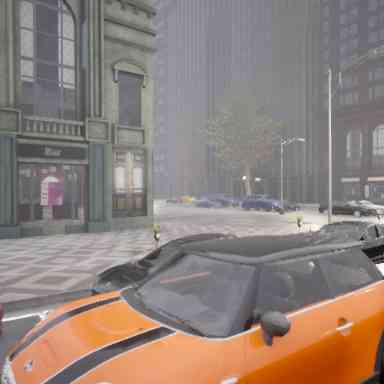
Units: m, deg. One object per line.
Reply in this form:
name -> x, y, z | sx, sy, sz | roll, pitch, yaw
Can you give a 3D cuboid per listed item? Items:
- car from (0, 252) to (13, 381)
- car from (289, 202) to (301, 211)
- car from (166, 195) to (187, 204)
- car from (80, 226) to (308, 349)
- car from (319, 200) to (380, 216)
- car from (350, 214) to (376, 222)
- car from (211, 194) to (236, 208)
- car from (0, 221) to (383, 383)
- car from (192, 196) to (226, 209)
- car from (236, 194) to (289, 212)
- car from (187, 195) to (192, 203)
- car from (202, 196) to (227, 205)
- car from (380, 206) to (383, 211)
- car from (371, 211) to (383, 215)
car -> -4.395, 1.582, 3.515 | 4.206, 1.307, 1.802 | 0, 0, -35
car -> 11.054, 1.632, 42.108 | 2.033, 1.411, 5.357 | 0, 0, -35
car -> -3.588, 1.681, 68.314 | 1.812, 1.442, 4.674 | 0, 0, -36
car -> 0.195, 1.566, 6.786 | 4.313, 1.339, 1.947 | 0, 0, -35
car -> 14.567, 1.549, 31.604 | 1.882, 1.535, 5.008 | 0, 0, -37
car -> 4.785, 1.566, 10.057 | 4.313, 1.339, 1.947 | 0, 0, -35
car -> 4.835, 1.339, 50.811 | 2.150, 2.045, 5.566 | 0, 0, -36
car -> 0.448, 1.352, 3.684 | 4.553, 1.767, 2.097 | 0, 0, -35
car -> 2.430, 1.655, 48.584 | 1.812, 1.442, 4.674 | 0, 0, -35
car -> 8.406, 1.322, 40.217 | 2.150, 2.045, 5.566 | 0, 0, -36
car -> -1.189, 1.469, 70.544 | 1.882, 1.535, 5.008 | 0, 0, -36
car -> 4.175, 1.591, 63.098 | 1.882, 1.535, 5.008 | 0, 0, -35
car -> 17.211, 1.581, 33.499 | 1.812, 1.442, 4.674 | 0, 0, -33
car -> 9.376, 1.552, 13.328 | 4.403, 1.369, 2.008 | 0, 0, -35
